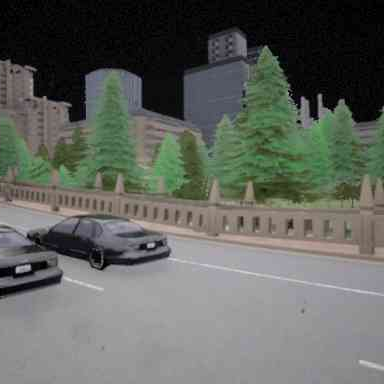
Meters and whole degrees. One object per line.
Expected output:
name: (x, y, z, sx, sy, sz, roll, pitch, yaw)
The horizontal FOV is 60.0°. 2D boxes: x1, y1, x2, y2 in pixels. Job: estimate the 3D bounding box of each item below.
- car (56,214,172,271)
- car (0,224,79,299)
car: (-3.156, 1.419, 10.563, 5.357, 1.411, 2.033, 2, 1, 36)
car: (-5.216, 1.410, 7.733, 5.357, 1.411, 2.033, 2, 1, 36)
